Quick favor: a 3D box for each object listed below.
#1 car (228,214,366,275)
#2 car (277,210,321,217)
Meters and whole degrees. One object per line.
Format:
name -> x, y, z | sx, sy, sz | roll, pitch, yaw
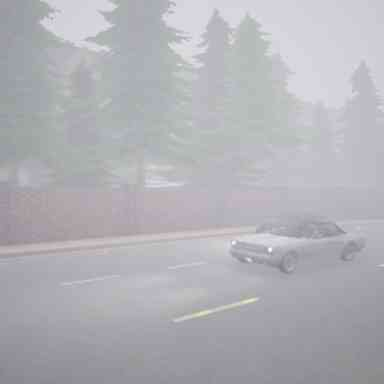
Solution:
car -> 3.440, 1.606, 10.637 | 4.718, 1.301, 1.895 | 0, 0, -34
car -> 5.051, 1.572, 15.718 | 4.181, 1.385, 1.994 | 0, 0, -31
